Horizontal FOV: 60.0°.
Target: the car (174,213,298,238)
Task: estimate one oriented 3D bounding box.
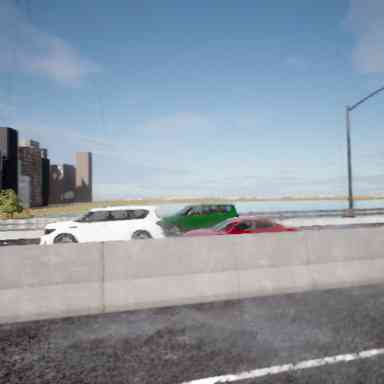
[{"bbox_3d":[2.007,1.801,13.852,5.008,1.535,1.882,-1,-2,-16],"label":"car"}]

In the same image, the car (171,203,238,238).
[{"bbox_3d":[0.328,1.753,20.657,5.566,2.045,2.150,-1,-2,-16],"label":"car"}]

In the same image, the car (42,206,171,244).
[{"bbox_3d":[-4.073,1.719,15.796,5.566,2.045,2.150,-1,-2,-16],"label":"car"}]
